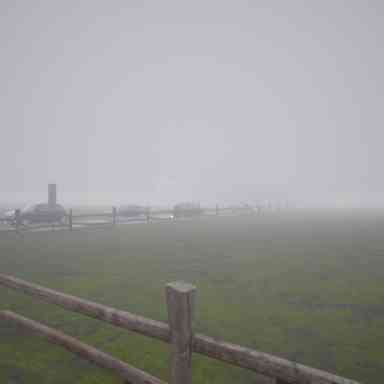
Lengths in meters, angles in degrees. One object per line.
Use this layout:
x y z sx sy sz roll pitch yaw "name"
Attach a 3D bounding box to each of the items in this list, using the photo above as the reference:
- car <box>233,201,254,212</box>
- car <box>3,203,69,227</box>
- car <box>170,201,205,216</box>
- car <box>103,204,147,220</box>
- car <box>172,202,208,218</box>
8.220 2.276 54.022 2.097 1.767 4.553 -1 -1 35 "car"
-11.952 1.647 25.633 2.097 1.767 4.553 -1 -1 35 "car"
-0.538 2.002 41.778 2.097 1.767 4.553 -1 -1 35 "car"
-6.629 1.952 33.164 2.128 1.511 4.902 -1 -1 35 "car"
-0.081 1.916 37.331 2.097 1.767 4.553 -1 -1 35 "car"
